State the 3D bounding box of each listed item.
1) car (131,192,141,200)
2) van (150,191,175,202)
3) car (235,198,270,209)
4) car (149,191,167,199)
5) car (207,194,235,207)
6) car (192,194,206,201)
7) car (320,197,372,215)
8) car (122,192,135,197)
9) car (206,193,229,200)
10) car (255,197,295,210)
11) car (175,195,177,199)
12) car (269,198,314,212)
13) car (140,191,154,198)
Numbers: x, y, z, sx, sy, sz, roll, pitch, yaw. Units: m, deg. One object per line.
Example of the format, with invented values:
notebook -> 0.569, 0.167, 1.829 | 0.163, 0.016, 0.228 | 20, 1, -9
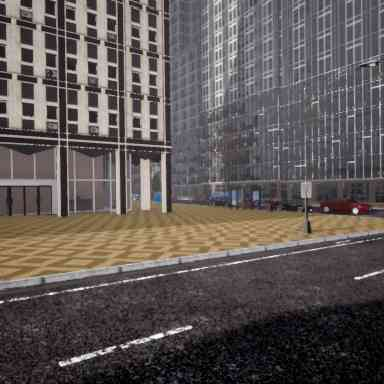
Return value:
car -> -11.637, 1.039, 68.065 | 2.008, 1.369, 4.403 | 0, 1, -34
van -> -5.218, 0.937, 58.681 | 1.690, 1.788, 3.998 | 0, 1, -34
car -> 7.526, 1.388, 39.860 | 1.802, 1.307, 4.206 | 0, 1, -34
car -> -7.930, 0.615, 77.483 | 2.192, 1.841, 5.009 | 0, 1, -34
car -> 4.365, 1.319, 44.583 | 1.947, 1.339, 4.313 | 0, 1, -34
car -> 1.698, 1.043, 63.414 | 1.802, 1.307, 4.206 | 0, 1, -34
car -> 15.299, 1.330, 33.255 | 1.882, 1.535, 5.008 | -1, 1, -34
car -> -17.558, 0.688, 91.558 | 2.008, 1.369, 4.403 | 0, 1, -34
car -> 4.439, 1.241, 49.154 | 1.994, 1.385, 4.181 | -1, 1, -34
car -> 10.082, 1.369, 40.900 | 1.895, 1.301, 4.718 | -1, 1, -34
car -> -4.721, 0.936, 72.796 | 1.802, 1.307, 4.206 | 0, 1, -34
car -> 10.721, 1.424, 35.157 | 1.947, 1.339, 4.313 | 0, 1, -34
car -> -11.140, 0.686, 82.175 | 1.967, 1.590, 4.097 | 0, 1, -34
